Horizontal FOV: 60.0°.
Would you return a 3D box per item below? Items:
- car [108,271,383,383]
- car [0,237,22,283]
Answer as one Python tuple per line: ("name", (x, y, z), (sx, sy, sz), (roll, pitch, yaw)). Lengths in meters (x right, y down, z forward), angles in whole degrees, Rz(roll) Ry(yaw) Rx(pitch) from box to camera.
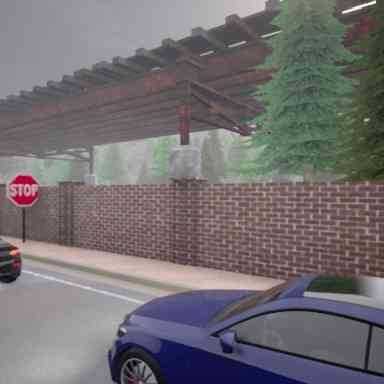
("car", (1.258, 1.525, 3.095), (4.674, 1.442, 1.812), (0, 0, 36))
("car", (-6.055, 1.521, 8.311), (4.674, 1.442, 1.812), (0, 0, 36))
